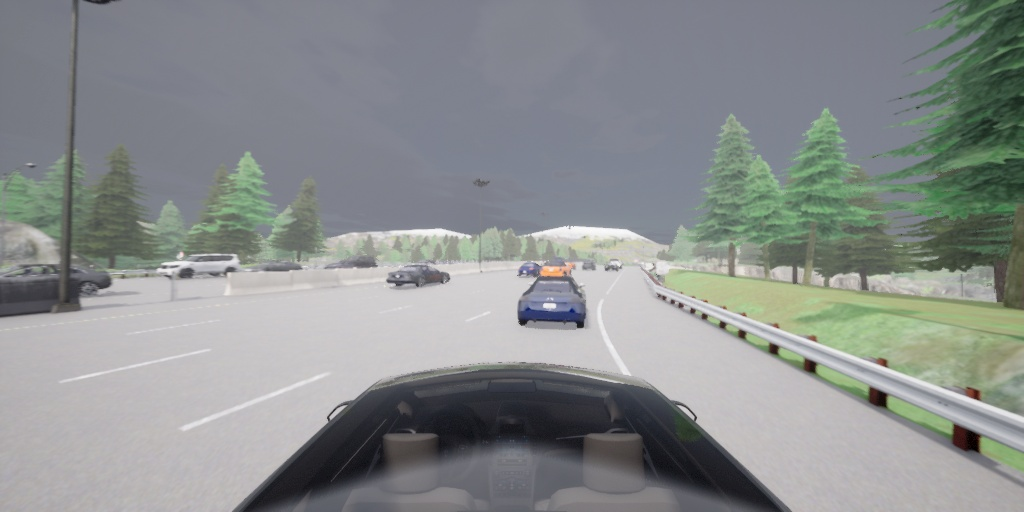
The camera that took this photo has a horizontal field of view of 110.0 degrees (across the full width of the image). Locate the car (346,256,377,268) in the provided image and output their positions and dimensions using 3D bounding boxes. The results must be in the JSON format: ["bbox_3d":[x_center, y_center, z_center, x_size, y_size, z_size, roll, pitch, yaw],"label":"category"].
[{"bbox_3d":[-20.526,0.954,47.779,2.150,2.045,5.566,0,-1,19],"label":"car"}]

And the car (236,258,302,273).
[{"bbox_3d":[-21.832,1.150,32.988,2.128,1.511,4.902,0,0,19],"label":"car"}]

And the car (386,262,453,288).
[{"bbox_3d":[-6.147,1.305,24.112,2.033,1.411,5.357,0,0,19],"label":"car"}]

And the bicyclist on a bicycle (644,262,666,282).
[{"bbox_3d":[12.539,1.412,31.541,1.656,1.620,0.582,2,-2,42],"label":"bicyclist on a bicycle"}]

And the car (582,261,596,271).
[{"bbox_3d":[12.321,1.537,57.301,2.128,1.511,4.902,0,0,19],"label":"car"}]

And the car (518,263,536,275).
[{"bbox_3d":[1.984,1.405,37.339,1.812,1.442,4.674,0,0,19],"label":"car"}]

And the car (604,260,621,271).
[{"bbox_3d":[15.109,1.657,54.317,1.895,1.301,4.718,0,0,19],"label":"car"}]

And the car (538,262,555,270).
[{"bbox_3d":[5.815,1.601,59.917,1.895,1.301,4.718,0,0,19],"label":"car"}]

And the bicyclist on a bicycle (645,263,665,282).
[{"bbox_3d":[12.213,1.408,30.595,1.656,1.620,0.582,2,0,12],"label":"bicyclist on a bicycle"}]

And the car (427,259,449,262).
[{"bbox_3d":[-9.210,1.393,48.506,1.994,1.385,4.181,0,0,19],"label":"car"}]

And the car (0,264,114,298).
[{"bbox_3d":[-20.435,1.111,15.162,2.128,1.511,4.902,0,0,19],"label":"car"}]

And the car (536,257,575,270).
[{"bbox_3d":[4.002,1.229,32.348,2.097,1.767,4.553,0,0,19],"label":"car"}]

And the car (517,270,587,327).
[{"bbox_3d":[1.432,1.340,11.783,1.994,1.385,4.181,0,0,11],"label":"car"}]

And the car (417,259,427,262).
[{"bbox_3d":[-14.127,1.416,55.616,1.895,1.301,4.718,0,0,19],"label":"car"}]

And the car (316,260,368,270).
[{"bbox_3d":[-15.041,1.274,31.231,1.994,1.385,4.181,0,0,19],"label":"car"}]

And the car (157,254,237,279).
[{"bbox_3d":[-26.336,0.830,30.570,2.150,2.045,5.566,0,0,19],"label":"car"}]
